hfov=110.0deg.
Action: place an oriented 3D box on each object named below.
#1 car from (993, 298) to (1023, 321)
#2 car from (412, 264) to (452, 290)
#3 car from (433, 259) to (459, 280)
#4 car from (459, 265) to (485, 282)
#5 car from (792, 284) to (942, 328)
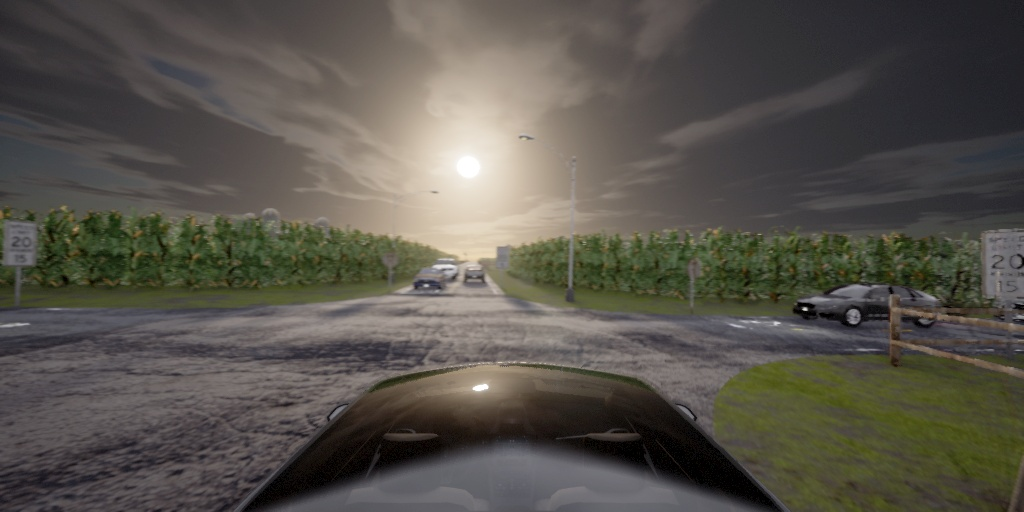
[{"bbox_3d":[22.435,1.892,14.399,4.553,1.767,2.097,2,-1,-5],"label":"car"},{"bbox_3d":[-5.552,1.489,24.840,2.033,1.411,5.357,1,-1,-6],"label":"car"},{"bbox_3d":[-6.777,1.291,36.584,2.150,2.045,5.566,1,-1,-5],"label":"car"},{"bbox_3d":[-3.431,1.578,32.834,2.128,1.511,4.902,1,-1,-6],"label":"car"},{"bbox_3d":[13.272,1.791,13.521,4.892,1.490,1.837,2,-1,-6],"label":"car"}]
